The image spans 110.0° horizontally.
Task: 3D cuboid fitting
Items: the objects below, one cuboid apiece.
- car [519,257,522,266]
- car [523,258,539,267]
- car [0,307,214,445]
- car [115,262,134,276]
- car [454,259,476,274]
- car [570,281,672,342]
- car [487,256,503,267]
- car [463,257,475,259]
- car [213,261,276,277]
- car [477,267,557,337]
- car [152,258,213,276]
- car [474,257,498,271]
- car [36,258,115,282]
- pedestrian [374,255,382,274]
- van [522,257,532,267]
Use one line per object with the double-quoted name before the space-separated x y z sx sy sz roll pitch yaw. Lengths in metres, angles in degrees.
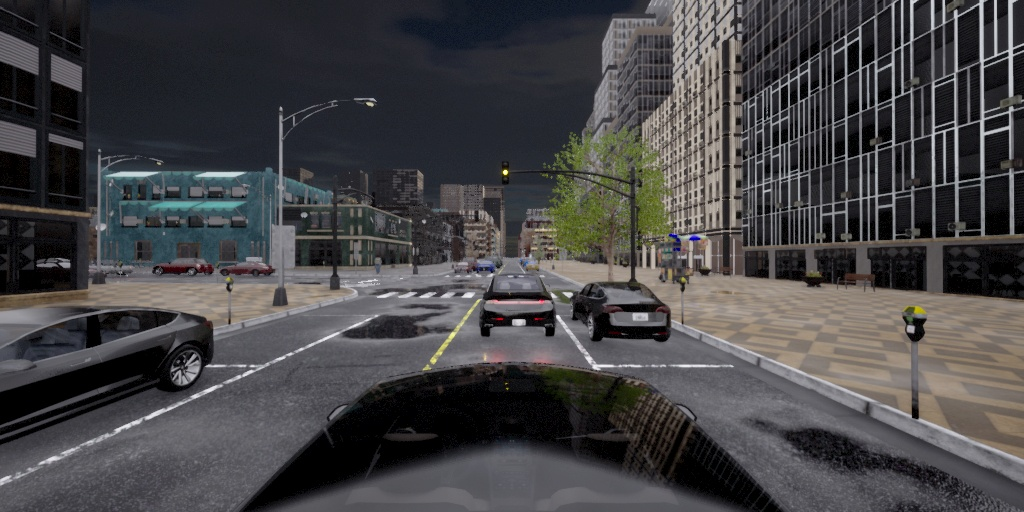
"car" 2.705 1.305 64.289 2.007 1.370 4.403 0 0 0
"car" 2.701 1.278 47.806 1.751 1.417 4.829 0 0 0
"car" -5.689 1.316 4.069 1.948 1.339 4.313 0 0 0
"car" -33.103 0.968 28.273 4.718 1.301 1.895 1 0 -1
"car" -5.681 1.334 42.085 1.802 1.307 4.207 0 0 0
"car" 2.692 1.316 9.607 1.948 1.339 4.313 0 0 0
"car" -3.036 0.975 56.489 2.150 2.045 5.566 0 0 1
"car" -5.679 1.068 47.636 2.192 1.841 5.009 0 0 0
"car" -22.815 1.090 31.002 4.207 1.307 1.802 0 0 -1
"car" 0.112 1.242 10.277 2.128 1.511 4.902 0 0 -1
"car" -28.362 0.879 30.925 4.097 1.591 1.967 0 0 -1
"car" -3.076 1.230 42.935 1.882 1.535 5.008 0 0 2
"car" -28.246 0.980 22.546 4.207 1.307 1.802 0 0 -1
"pedestrian" -12.742 0.789 34.091 0.375 1.860 0.375 0 -1 -1
"van" 2.702 1.094 53.187 1.690 1.789 3.998 0 0 0
